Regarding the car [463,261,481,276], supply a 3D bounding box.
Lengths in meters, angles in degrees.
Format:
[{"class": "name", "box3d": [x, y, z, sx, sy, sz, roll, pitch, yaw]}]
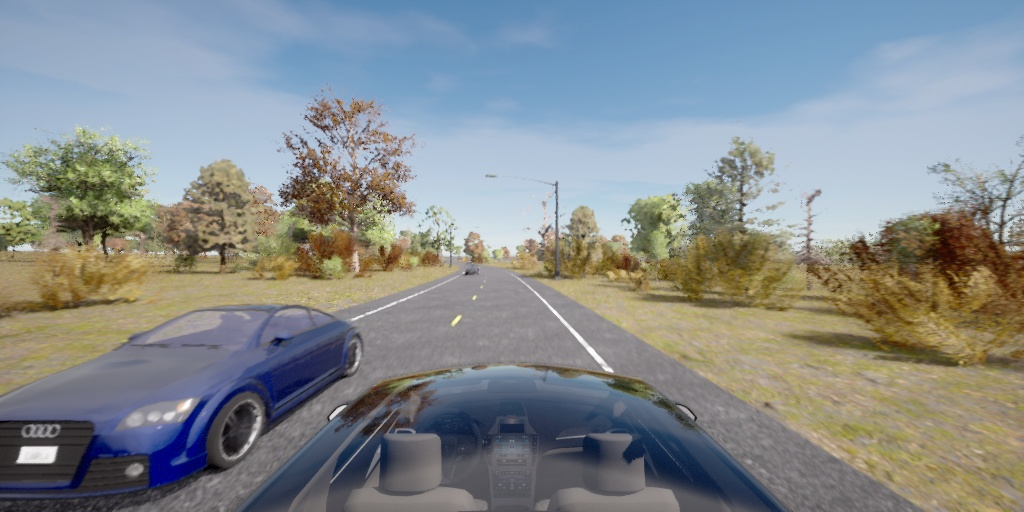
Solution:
[{"class": "car", "box3d": [-5.242, 1.801, 47.288, 1.837, 1.490, 4.892, 0, -1, -4]}]

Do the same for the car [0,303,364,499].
[{"class": "car", "box3d": [-3.627, 1.356, 4.726, 1.994, 1.385, 4.181, 0, -1, 0]}]
